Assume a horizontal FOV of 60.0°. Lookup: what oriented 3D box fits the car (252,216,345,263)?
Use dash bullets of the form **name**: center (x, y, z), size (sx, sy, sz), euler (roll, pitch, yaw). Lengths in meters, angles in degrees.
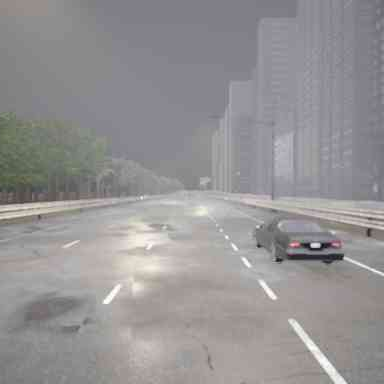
- **car**: center (3.500, 1.567, 11.943), size (2.033, 1.411, 5.357), euler (0, 0, 0)
